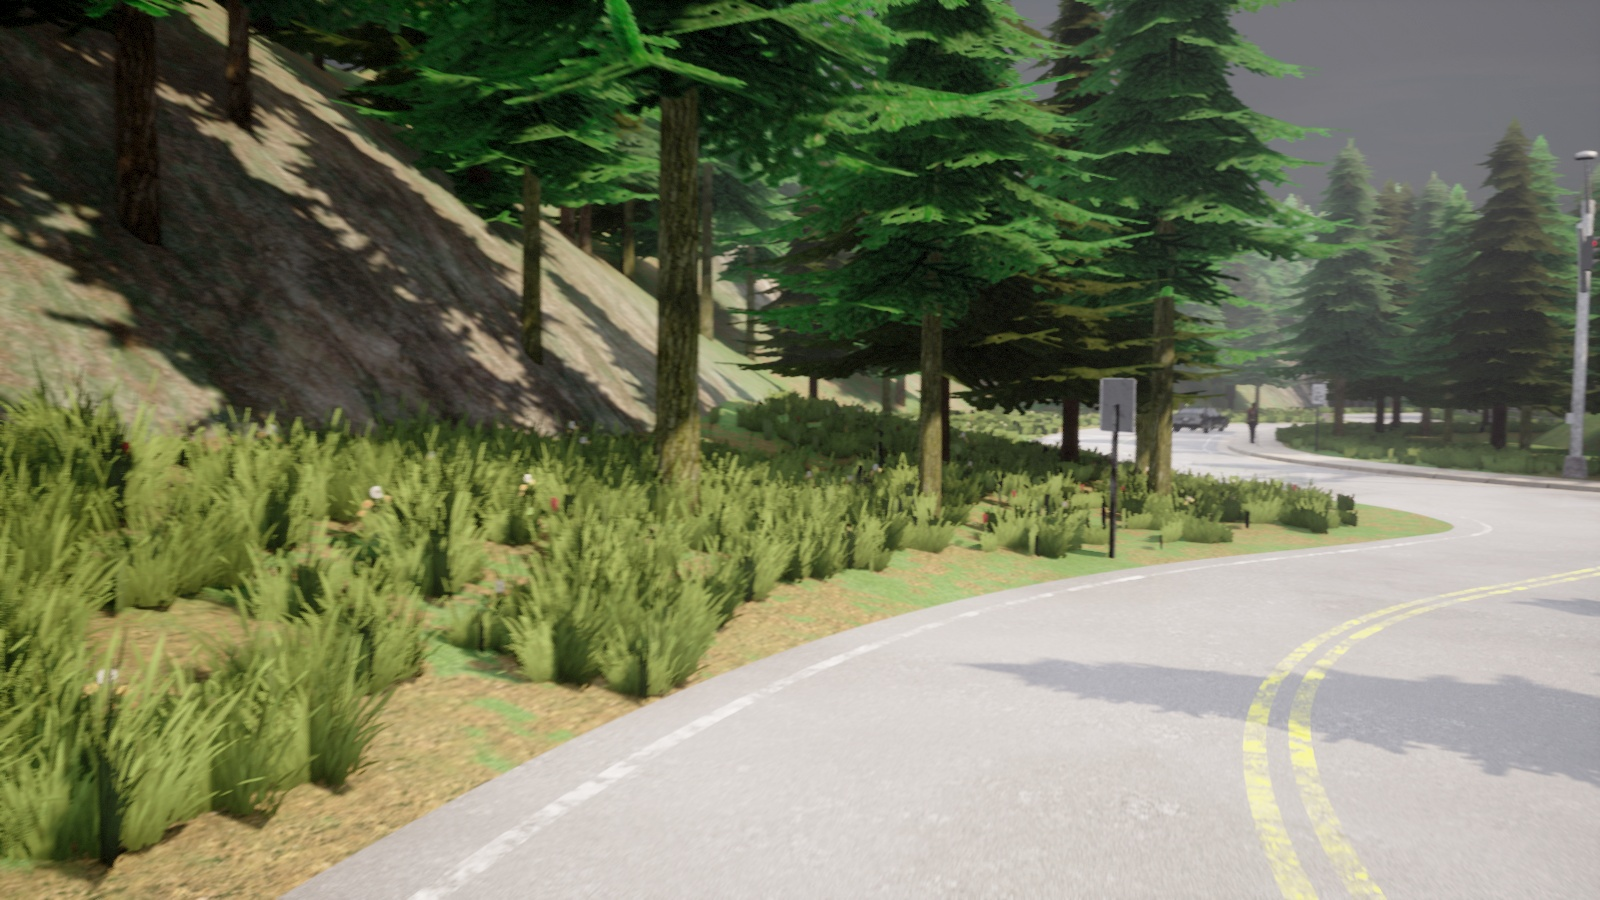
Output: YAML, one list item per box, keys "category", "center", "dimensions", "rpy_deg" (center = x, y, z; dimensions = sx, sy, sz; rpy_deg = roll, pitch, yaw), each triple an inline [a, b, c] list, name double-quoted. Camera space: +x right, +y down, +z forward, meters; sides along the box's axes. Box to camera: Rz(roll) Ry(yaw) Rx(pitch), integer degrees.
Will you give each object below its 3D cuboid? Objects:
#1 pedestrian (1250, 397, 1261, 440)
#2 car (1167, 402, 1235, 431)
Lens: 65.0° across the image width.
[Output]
- category: "pedestrian"
  center: [19.184, -1.333, 52.872]
  dimensions: [0.328, 1.805, 0.869]
  rpy_deg: [1, 4, 16]
- category: "car"
  center: [21.690, -1.839, 67.784]
  dimensions: [2.033, 1.411, 5.357]
  rpy_deg: [2, 4, 33]
